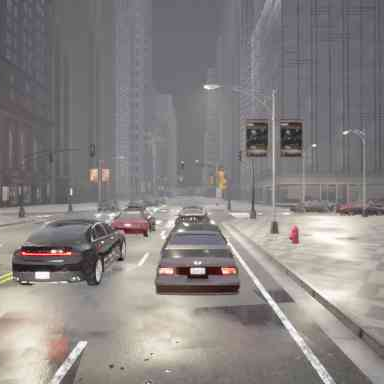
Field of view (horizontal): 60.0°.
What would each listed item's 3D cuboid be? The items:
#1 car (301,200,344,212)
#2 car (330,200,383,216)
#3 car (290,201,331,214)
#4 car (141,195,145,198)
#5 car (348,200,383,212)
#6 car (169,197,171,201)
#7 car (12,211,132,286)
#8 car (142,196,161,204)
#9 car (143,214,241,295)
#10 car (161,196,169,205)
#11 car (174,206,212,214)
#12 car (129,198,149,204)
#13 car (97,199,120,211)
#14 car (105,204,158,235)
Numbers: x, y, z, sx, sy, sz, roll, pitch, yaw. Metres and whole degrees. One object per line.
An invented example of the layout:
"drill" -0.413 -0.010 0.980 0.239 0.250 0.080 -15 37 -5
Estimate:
"car" 15.192 1.661 38.843 4.313 1.339 1.947 0 0 -1
"car" 15.321 1.576 30.320 4.206 1.307 1.802 0 0 -1
"car" 12.863 1.635 36.051 4.181 1.385 1.994 0 -1 -2
"car" -9.818 1.787 58.695 1.837 1.490 4.892 0 0 0
"car" 20.832 1.642 38.930 4.313 1.339 1.947 0 0 -1
"car" -6.483 1.833 84.906 2.097 1.767 4.553 0 0 0
"car" -3.149 1.516 9.437 1.837 1.490 4.892 0 0 0
"car" -6.579 1.815 54.110 1.994 1.385 4.181 0 0 0
"car" 0.108 1.557 8.853 2.033 1.411 5.357 0 0 0
"car" -6.486 1.903 69.142 2.033 1.411 5.357 0 0 0
"car" 0.050 1.543 18.592 1.837 1.490 4.892 0 0 1
"car" -6.593 1.753 39.073 1.895 1.301 4.718 0 0 0
"car" -9.843 1.662 39.470 1.837 1.490 4.892 0 -1 0
"car" -3.147 1.601 18.338 1.994 1.385 4.181 0 0 0
